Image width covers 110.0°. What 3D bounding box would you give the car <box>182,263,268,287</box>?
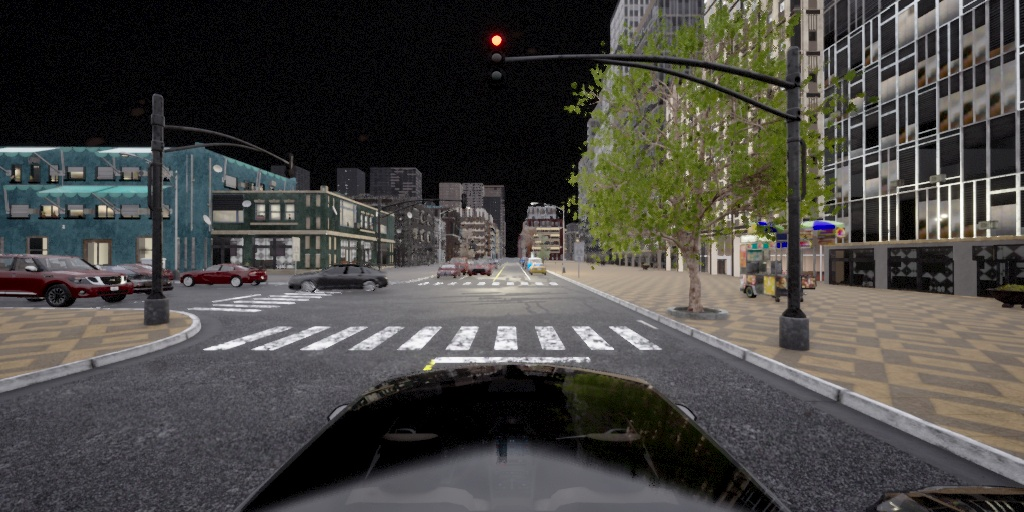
[{"bbox_3d":[-17.257,1.121,21.527,4.507,1.381,1.888,0,0,-1],"label":"car"}]

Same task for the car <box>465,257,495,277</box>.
[{"bbox_3d":[-3.065,1.104,35.259,2.097,1.767,4.553,0,0,0],"label":"car"}]

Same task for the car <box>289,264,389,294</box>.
[{"bbox_3d":[-9.277,1.207,19.556,4.892,1.490,1.837,1,3,-23],"label":"car"}]

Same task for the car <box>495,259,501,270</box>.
[{"bbox_3d":[-3.047,1.318,50.715,1.994,1.385,4.181,0,0,0],"label":"car"}]

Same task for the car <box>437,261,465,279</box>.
[{"bbox_3d":[-5.659,1.334,32.524,1.802,1.307,4.207,0,0,0],"label":"car"}]

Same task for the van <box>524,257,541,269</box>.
[{"bbox_3d":[2.732,1.094,43.621,1.690,1.789,3.998,0,0,0],"label":"van"}]

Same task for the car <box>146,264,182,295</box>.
[{"bbox_3d":[-18.225,1.082,15.725,5.357,1.411,2.033,1,0,-1],"label":"car"}]

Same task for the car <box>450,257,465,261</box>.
[{"bbox_3d":[-5.654,1.067,38.075,2.192,1.841,5.009,0,0,0],"label":"car"}]

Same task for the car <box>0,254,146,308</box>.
[{"bbox_3d":[-17.147,0.850,13.147,5.009,1.841,2.192,0,0,-1],"label":"car"}]

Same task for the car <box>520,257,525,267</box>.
[{"bbox_3d":[2.742,1.305,54.723,2.007,1.370,4.403,0,0,0],"label":"car"}]

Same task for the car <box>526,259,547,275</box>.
[{"bbox_3d":[2.727,1.278,38.239,1.751,1.417,4.829,0,0,0],"label":"car"}]
